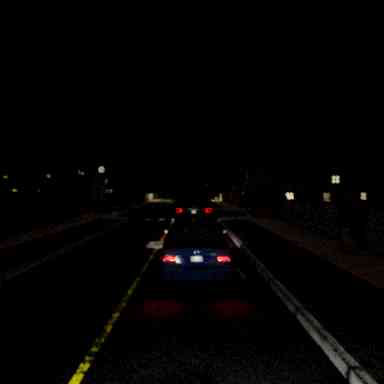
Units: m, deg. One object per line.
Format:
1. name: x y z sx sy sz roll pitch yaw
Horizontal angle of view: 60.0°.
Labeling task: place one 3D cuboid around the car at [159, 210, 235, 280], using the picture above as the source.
1. car: 0.102 1.500 9.762 2.033 1.411 5.357 0 0 0

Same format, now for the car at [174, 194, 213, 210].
1. car: 0.103 1.128 20.012 2.150 2.045 5.566 0 0 0
